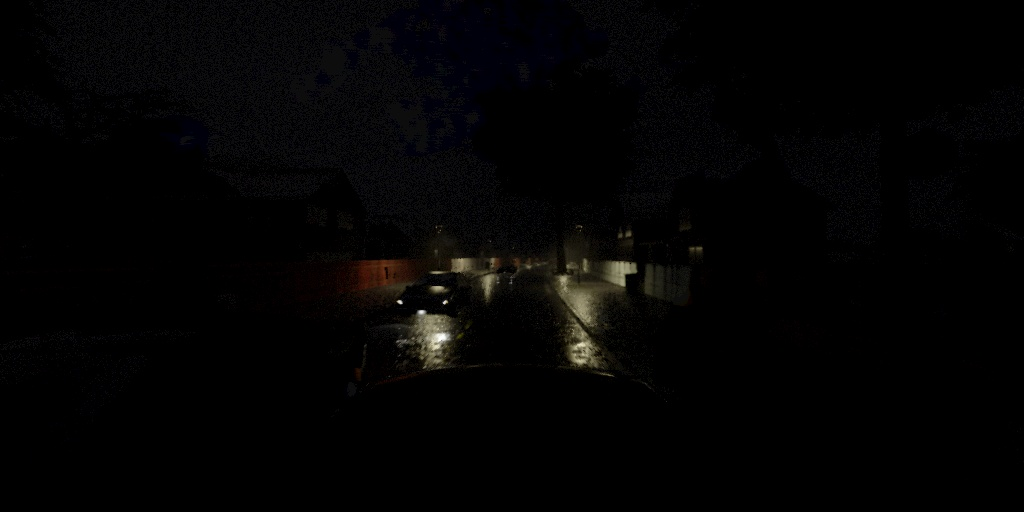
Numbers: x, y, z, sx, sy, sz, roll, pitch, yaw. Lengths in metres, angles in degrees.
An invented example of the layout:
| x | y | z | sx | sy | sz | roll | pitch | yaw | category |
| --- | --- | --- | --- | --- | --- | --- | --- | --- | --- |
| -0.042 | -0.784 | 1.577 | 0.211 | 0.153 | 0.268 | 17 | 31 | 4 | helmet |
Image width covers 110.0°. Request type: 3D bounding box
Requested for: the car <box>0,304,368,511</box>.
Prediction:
| x | y | z | sx | sy | sz | roll | pitch | yaw | category |
| --- | --- | --- | --- | --- | --- | --- | --- | --- | --- |
| -2.791 | 1.223 | 2.578 | 1.882 | 1.535 | 5.008 | 0 | 0 | 0 | car |

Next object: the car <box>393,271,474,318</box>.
| x | y | z | sx | sy | sz | roll | pitch | yaw | category |
| --- | --- | --- | --- | --- | --- | --- | --- | --- | --- |
| -2.601 | 1.290 | 13.342 | 2.033 | 1.411 | 5.357 | 0 | 0 | 2 | car |

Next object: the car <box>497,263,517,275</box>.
| x | y | z | sx | sy | sz | roll | pitch | yaw | category |
| --- | --- | --- | --- | --- | --- | --- | --- | --- | --- |
| -0.523 | 1.423 | 40.015 | 1.895 | 1.301 | 4.718 | 0 | 0 | 7 | car |
